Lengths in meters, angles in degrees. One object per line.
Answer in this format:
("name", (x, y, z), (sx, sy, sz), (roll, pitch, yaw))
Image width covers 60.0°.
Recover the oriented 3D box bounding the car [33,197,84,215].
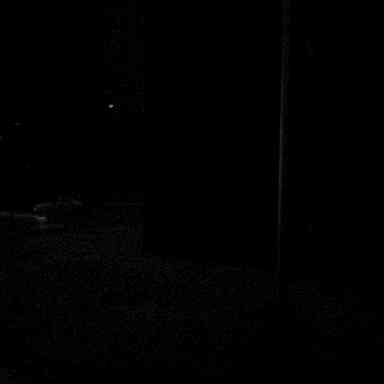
("car", (-12.097, 1.213, 30.427), (1.812, 1.442, 4.674), (1, 1, 35))
